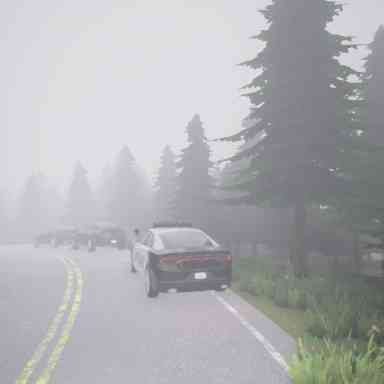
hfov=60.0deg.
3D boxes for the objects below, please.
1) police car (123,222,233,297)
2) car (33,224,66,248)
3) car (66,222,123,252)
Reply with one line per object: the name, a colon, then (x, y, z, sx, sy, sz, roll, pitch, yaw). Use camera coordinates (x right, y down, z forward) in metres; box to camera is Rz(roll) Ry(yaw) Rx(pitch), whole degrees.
police car: (-0.598, 1.667, 9.422, 1.930, 1.638, 5.238, 1, -3, -18)
car: (-9.651, 3.101, 23.822, 5.008, 1.535, 1.882, -8, -7, 43)
car: (-5.397, 2.504, 18.950, 1.837, 1.490, 4.892, 1, -6, -36)
